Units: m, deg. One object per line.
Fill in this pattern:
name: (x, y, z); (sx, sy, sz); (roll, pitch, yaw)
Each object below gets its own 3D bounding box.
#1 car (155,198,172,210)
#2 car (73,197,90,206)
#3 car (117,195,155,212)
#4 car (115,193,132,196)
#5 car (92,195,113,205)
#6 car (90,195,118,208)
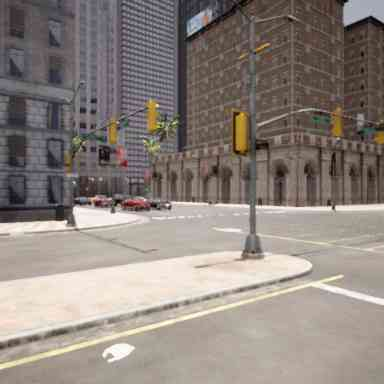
car: (-4.378, 1.489, 42.344); (2.128, 1.511, 4.902); (0, 0, -36)
car: (-18.640, 1.546, 56.414); (2.033, 1.411, 5.357); (0, 0, -35)
car: (-6.774, 1.476, 39.683); (1.882, 1.535, 5.008); (0, 0, -36)
car: (-10.120, 1.219, 50.372); (2.150, 2.045, 5.566); (0, 0, -35)
car: (-15.807, 1.350, 58.500); (2.097, 1.767, 4.553); (0, 0, -35)
car: (-12.590, 1.562, 47.799); (1.994, 1.385, 4.181); (0, 0, -35)
